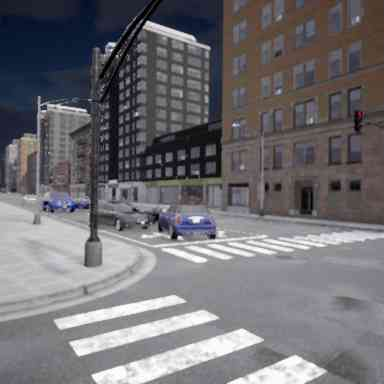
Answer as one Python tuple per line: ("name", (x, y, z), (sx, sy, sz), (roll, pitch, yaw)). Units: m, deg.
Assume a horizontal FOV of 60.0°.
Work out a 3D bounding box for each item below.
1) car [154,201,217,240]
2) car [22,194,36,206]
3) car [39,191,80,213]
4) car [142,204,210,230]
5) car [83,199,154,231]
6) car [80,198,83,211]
("car", (-0.356, 1.275, 16.689), (2.097, 1.767, 4.553), (1, 0, -15))
("car", (-22.881, 1.066, 47.142), (1.812, 1.442, 4.674), (1, 0, -34))
("car", (-13.248, 0.972, 32.891), (2.150, 2.045, 5.566), (1, 0, -34))
("car", (-1.132, 1.518, 21.219), (1.895, 1.301, 4.718), (2, -1, -38))
("car", (-4.266, 1.367, 19.418), (1.837, 1.490, 4.892), (1, 0, -43))
("car", (-11.673, 1.385, 36.341), (1.895, 1.301, 4.718), (1, 0, -34))
